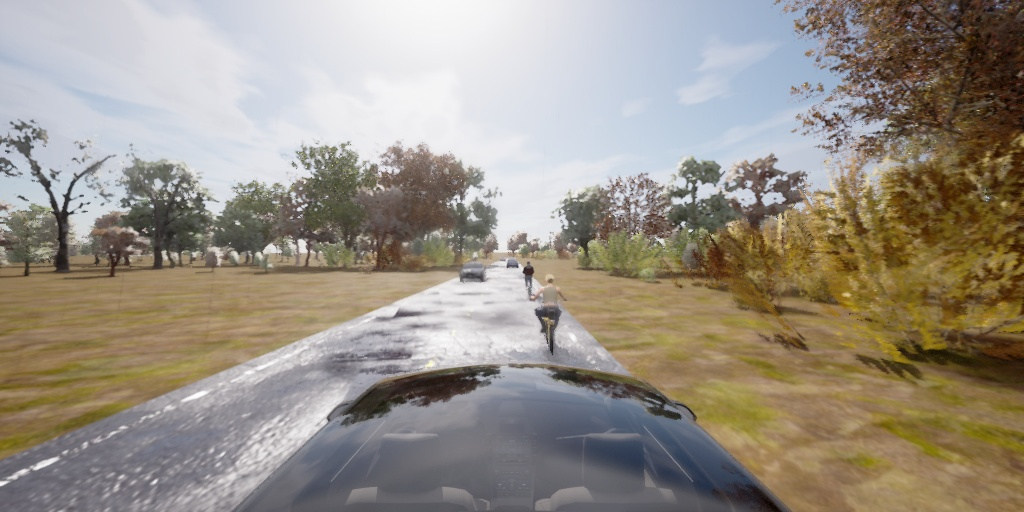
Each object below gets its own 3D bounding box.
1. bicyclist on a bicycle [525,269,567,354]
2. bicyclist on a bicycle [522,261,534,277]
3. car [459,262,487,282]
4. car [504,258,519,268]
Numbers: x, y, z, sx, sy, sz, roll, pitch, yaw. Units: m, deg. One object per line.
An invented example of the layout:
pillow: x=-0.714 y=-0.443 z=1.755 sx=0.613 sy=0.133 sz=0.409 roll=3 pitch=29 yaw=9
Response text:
bicyclist on a bicycle: x=0.804 y=1.186 z=7.770 sx=0.866 sy=1.612 sz=1.509 roll=0 pitch=0 yaw=0
bicyclist on a bicycle: x=0.830 y=1.119 z=18.084 sx=0.659 sy=1.776 sz=1.843 roll=0 pitch=0 yaw=0
car: x=-3.094 y=1.247 z=29.093 sx=1.837 sy=1.490 sz=4.892 roll=0 pitch=0 yaw=0
car: x=0.113 y=1.281 z=60.717 sx=1.994 sy=1.385 sz=4.181 roll=0 pitch=0 yaw=0
